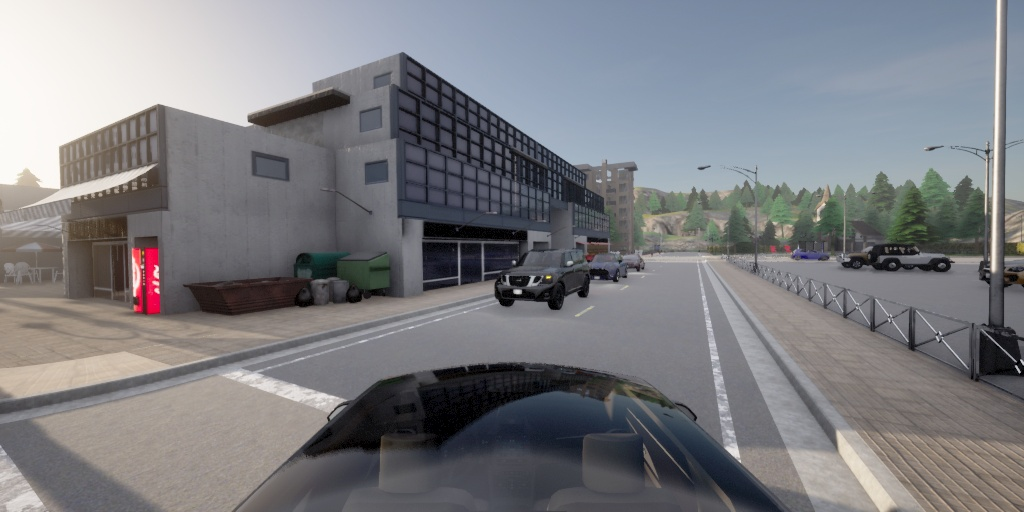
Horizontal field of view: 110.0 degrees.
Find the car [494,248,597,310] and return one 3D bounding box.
[{"bbox_3d":[1.429,0.725,13.860,2.150,2.045,5.566,0,1,27],"label":"car"}]

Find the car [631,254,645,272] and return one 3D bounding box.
[{"bbox_3d":[10.563,0.547,31.730,1.812,1.442,4.674,0,1,27],"label":"car"}]

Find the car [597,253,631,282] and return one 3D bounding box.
[{"bbox_3d":[5.903,0.619,22.620,2.097,1.767,4.553,0,1,27],"label":"car"}]
